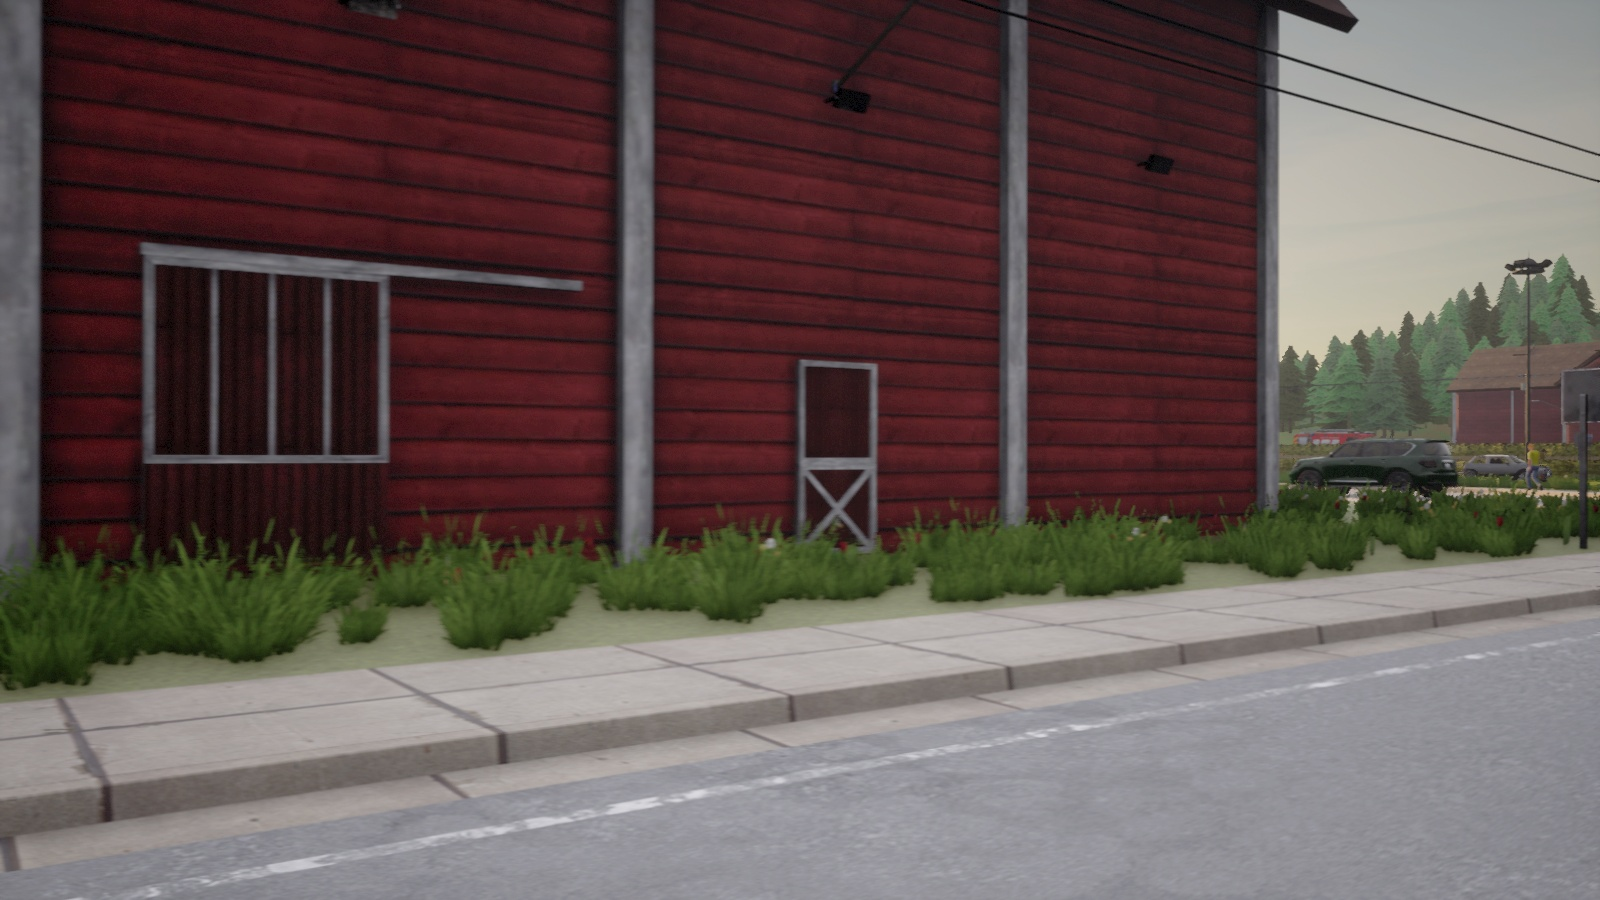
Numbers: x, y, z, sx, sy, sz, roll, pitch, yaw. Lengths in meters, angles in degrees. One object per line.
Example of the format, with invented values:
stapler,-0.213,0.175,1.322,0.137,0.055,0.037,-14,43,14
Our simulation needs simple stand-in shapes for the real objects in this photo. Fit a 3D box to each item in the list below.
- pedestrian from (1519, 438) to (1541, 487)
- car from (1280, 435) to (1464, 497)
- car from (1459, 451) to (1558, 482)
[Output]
pedestrian,27.312,0.463,46.978,0.354,1.836,0.706,0,0,-10
car,20.019,0.535,44.204,2.150,2.045,5.566,0,0,-36
car,35.014,0.796,62.114,1.970,1.475,3.806,0,0,-43
